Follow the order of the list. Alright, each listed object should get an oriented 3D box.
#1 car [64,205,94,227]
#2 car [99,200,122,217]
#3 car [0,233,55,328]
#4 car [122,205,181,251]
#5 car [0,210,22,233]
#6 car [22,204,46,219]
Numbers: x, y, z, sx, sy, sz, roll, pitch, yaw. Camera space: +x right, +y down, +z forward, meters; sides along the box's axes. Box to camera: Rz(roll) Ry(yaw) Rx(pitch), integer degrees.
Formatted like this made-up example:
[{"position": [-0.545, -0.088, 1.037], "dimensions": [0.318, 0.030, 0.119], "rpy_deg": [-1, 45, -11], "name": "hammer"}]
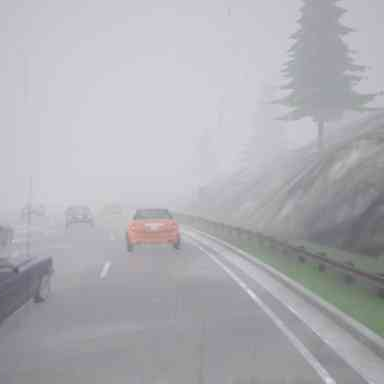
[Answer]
[{"position": [-8.048, 1.650, 23.620], "dimensions": [2.033, 1.411, 5.357], "rpy_deg": [0, 0, -21], "name": "car"}, {"position": [-8.296, 1.601, 33.779], "dimensions": [1.882, 1.535, 5.008], "rpy_deg": [0, 0, -22], "name": "car"}, {"position": [-3.797, 1.639, 5.265], "dimensions": [1.895, 1.301, 4.718], "rpy_deg": [0, 0, -5], "name": "car"}, {"position": [-1.869, 1.393, 14.699], "dimensions": [2.097, 1.767, 4.553], "rpy_deg": [0, 0, -12], "name": "car"}, {"position": [-8.383, 1.632, 12.495], "dimensions": [2.033, 1.411, 5.357], "rpy_deg": [0, 0, -12], "name": "car"}, {"position": [-14.873, 1.768, 31.419], "dimensions": [1.895, 1.301, 4.718], "rpy_deg": [0, 0, -22], "name": "car"}]
